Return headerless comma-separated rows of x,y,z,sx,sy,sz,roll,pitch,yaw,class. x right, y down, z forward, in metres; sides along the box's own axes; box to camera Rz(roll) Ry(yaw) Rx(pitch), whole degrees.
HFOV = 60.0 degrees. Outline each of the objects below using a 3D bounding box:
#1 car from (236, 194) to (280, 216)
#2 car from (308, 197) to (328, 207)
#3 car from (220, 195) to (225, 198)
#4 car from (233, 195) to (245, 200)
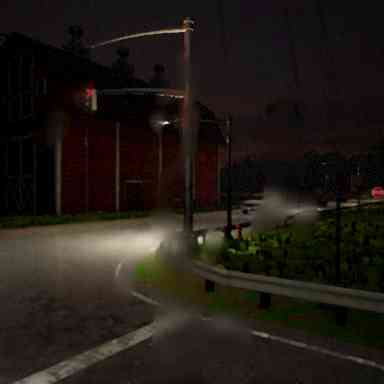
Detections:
7.049,1.222,33.786,2.150,2.045,5.566,0,0,37,car
18.614,1.563,49.146,1.837,1.490,4.892,0,0,37,car
6.060,1.458,78.245,1.816,1.474,4.193,0,0,36,car
12.657,1.471,89.354,1.784,1.438,3.905,0,0,36,car
